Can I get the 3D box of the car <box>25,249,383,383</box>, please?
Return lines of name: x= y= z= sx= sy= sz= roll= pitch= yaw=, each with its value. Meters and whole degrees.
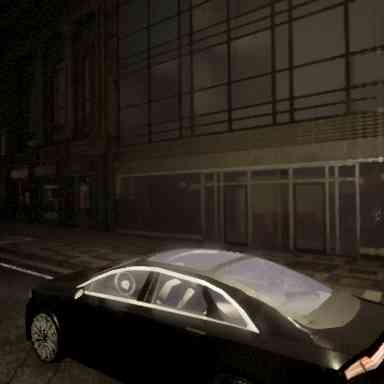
car: x=-0.210 y=1.502 z=4.215 sx=4.902 sy=1.511 sz=2.128 roll=0 pitch=0 yaw=36
